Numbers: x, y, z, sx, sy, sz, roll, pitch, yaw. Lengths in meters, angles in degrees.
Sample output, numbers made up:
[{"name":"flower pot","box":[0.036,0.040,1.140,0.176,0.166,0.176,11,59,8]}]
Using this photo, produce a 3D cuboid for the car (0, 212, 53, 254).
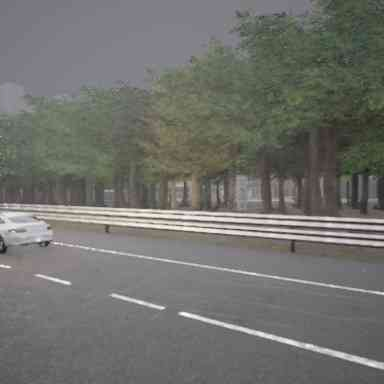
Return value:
[{"name":"car","box":[-7.525,1.533,13.565,4.674,1.442,1.812,0,0,36]}]
